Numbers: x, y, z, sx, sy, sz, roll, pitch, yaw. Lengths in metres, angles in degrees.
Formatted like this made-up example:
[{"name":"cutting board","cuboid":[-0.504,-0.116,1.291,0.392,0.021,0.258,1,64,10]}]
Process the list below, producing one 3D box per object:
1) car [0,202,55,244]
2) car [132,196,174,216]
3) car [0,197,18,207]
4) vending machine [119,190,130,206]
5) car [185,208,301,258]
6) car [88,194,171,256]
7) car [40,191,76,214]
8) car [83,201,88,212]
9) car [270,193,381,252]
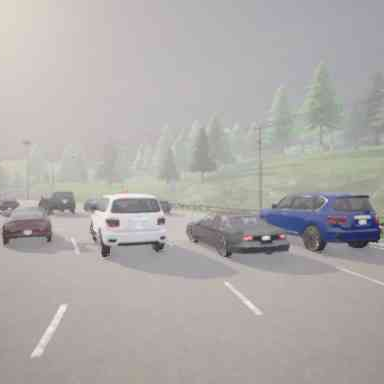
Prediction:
[{"name":"car","cuboid":[-7.426,1.397,15.178,1.812,1.442,4.674,-1,1,-25]},{"name":"car","cuboid":[-3.588,1.181,29.898,1.837,1.490,4.892,0,1,-32]},{"name":"car","cuboid":[-17.918,1.251,31.975,1.837,1.490,4.892,0,1,-39]},{"name":"vending machine","cuboid":[-8.971,0.743,44.104,1.100,2.100,0.880,-1,1,-41]},{"name":"car","cuboid":[1.377,1.395,12.255,2.033,1.411,5.357,-1,1,-19]},{"name":"car","cuboid":[-2.636,1.087,12.974,2.150,2.045,5.566,0,1,-21]},{"name":"car","cuboid":[-12.443,0.947,30.637,2.150,2.045,5.566,-1,1,-36]},{"name":"car","cuboid":[-8.824,1.218,31.480,1.812,1.442,4.674,-1,1,-35]},{"name":"car","cuboid":[4.650,1.036,13.247,2.150,2.045,5.566,0,1,-18]}]
